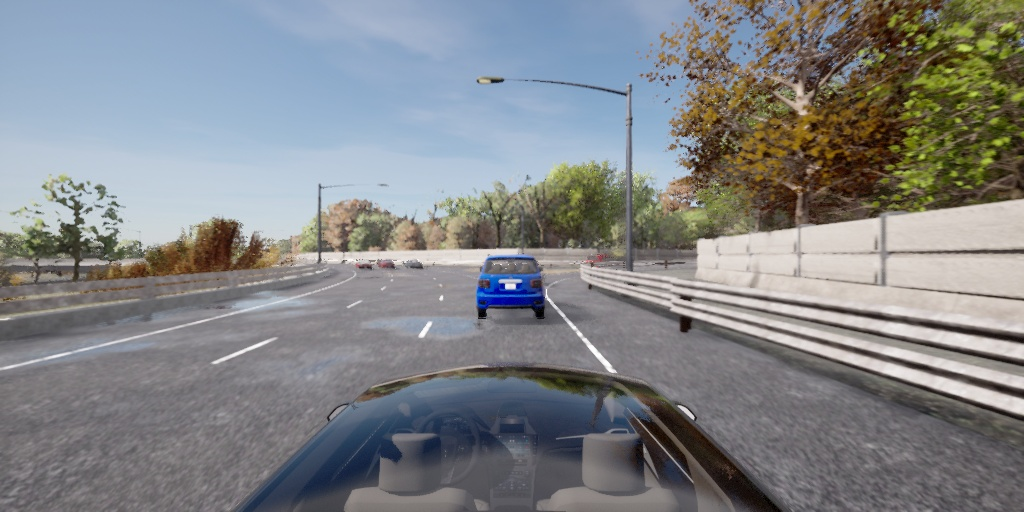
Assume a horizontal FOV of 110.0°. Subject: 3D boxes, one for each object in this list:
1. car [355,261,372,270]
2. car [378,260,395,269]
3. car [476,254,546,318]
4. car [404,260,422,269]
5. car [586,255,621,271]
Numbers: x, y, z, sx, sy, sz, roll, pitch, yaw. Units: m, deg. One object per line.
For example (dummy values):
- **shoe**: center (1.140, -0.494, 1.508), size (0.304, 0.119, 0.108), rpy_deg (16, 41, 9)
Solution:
- **car**: center (-21.792, 1.354, 52.483), size (1.895, 1.301, 4.718), rpy_deg (0, 0, -30)
- **car**: center (-19.366, 1.275, 55.148), size (1.812, 1.442, 4.674), rpy_deg (0, 0, -31)
- **car**: center (-0.015, 0.967, 13.066), size (2.150, 2.045, 5.566), rpy_deg (0, 0, 1)
- **car**: center (-15.138, 1.308, 54.847), size (1.994, 1.385, 4.181), rpy_deg (0, 0, -29)
- **car**: center (11.037, 0.938, 43.255), size (2.150, 2.045, 5.566), rpy_deg (-1, 0, 44)
